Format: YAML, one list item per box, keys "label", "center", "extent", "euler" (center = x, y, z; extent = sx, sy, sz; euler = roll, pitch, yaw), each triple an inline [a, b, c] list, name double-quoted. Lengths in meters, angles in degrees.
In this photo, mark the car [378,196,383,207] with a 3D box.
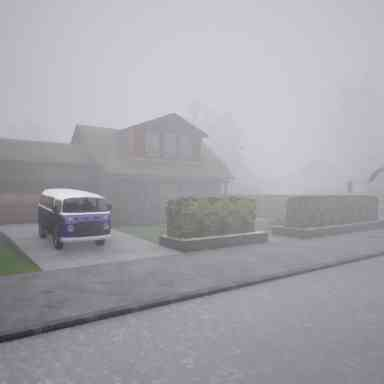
- label: "car"
  center: [24.632, 0.986, 41.423]
  extent: [3.866, 1.878, 1.905]
  euler: [0, 0, -1]
